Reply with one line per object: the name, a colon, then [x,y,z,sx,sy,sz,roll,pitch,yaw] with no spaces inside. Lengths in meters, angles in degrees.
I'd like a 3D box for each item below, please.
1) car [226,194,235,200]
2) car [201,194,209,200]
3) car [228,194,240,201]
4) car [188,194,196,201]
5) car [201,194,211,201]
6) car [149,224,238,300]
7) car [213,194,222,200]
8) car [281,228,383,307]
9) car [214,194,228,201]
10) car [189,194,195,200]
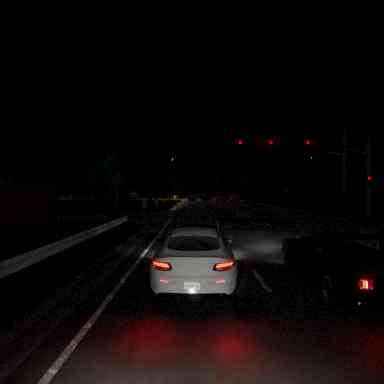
car: [10.513,1.310,91.193,1.882,1.535,5.008,0,0,0]
car: [3.513,1.357,91.194,2.128,1.511,4.902,0,0,0]
car: [10.512,1.469,80.773,1.882,1.535,5.008,0,0,0]
car: [0.012,1.531,80.775,2.033,1.411,5.357,0,0,0]
car: [3.512,1.347,81.161,2.097,1.767,4.553,0,0,0]
car: [0.075,1.526,8.297,1.812,1.442,4.674,0,0,2]
car: [7.013,1.357,91.193,2.128,1.511,4.902,0,0,0]
car: [3.564,1.601,7.906,1.895,1.301,4.718,0,0,0]
car: [7.012,1.347,81.160,2.097,1.767,4.553,0,0,0]
car: [0.013,1.332,91.194,1.837,1.490,4.892,0,0,0]
